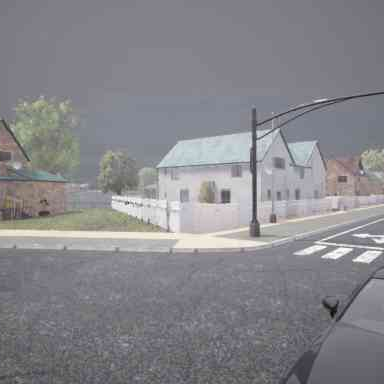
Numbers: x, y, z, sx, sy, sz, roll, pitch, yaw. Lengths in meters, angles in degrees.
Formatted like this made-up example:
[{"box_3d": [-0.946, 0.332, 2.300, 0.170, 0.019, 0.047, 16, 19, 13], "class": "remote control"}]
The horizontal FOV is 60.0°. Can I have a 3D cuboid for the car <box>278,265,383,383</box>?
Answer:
[{"box_3d": [2.517, 1.524, 3.390, 1.812, 1.442, 4.674, 0, 0, 42], "class": "car"}]
